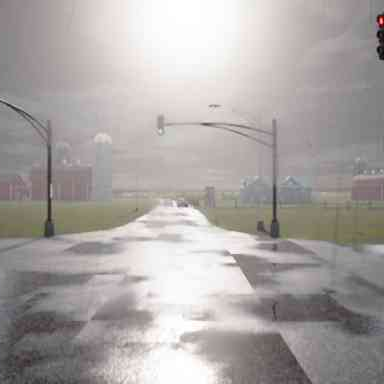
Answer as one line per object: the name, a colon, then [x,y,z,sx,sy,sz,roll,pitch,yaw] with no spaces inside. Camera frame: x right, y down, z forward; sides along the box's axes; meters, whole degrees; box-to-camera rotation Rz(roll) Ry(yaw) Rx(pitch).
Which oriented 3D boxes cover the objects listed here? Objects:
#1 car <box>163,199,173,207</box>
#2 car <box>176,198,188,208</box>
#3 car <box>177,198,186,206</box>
car: [-4.681,2.129,64.936,1.812,1.442,4.674,0,-1,-3]
car: [-1.694,2.161,60.934,1.895,1.301,4.718,0,-1,-3]
car: [-2.303,2.074,70.919,1.837,1.490,4.892,0,-1,-4]
